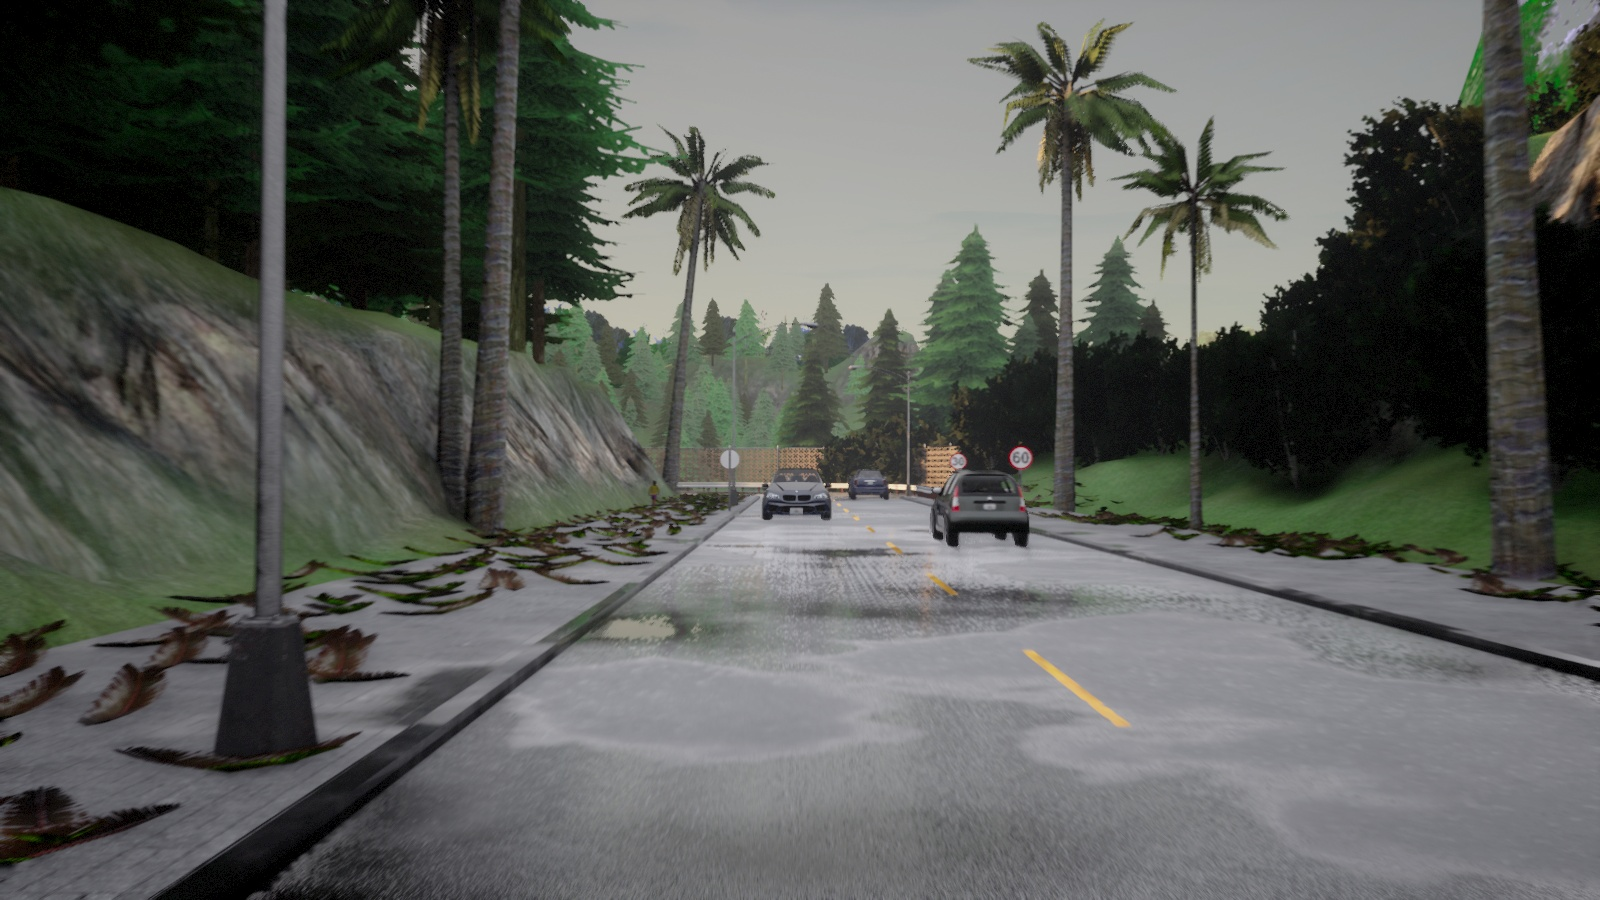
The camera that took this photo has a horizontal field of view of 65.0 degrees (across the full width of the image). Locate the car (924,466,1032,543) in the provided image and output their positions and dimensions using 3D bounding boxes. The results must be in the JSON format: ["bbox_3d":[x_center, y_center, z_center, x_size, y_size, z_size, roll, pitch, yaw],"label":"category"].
[{"bbox_3d":[3.937,1.173,28.315,1.851,1.617,3.988,0,-1,0],"label":"car"}]

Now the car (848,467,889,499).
[{"bbox_3d":[3.842,1.851,71.047,2.097,1.767,4.553,0,-1,0],"label":"car"}]

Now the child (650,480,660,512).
[{"bbox_3d":[-5.404,1.711,46.733,0.299,1.160,0.473,0,-1,0],"label":"child"}]

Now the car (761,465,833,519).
[{"bbox_3d":[-0.092,1.356,41.410,2.242,1.667,4.611,0,-1,0],"label":"car"}]
